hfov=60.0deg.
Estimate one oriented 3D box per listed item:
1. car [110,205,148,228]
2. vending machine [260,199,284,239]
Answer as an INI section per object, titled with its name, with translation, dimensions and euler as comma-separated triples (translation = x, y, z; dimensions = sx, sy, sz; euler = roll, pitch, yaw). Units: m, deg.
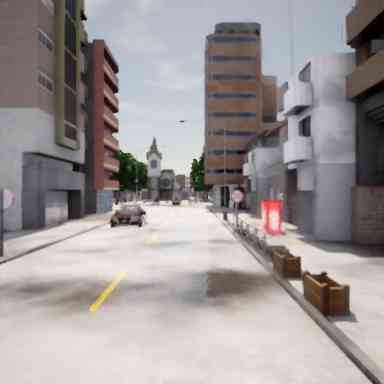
[car]
translation = -4.108, 1.567, 22.169
dimensions = 1.994, 1.385, 4.181
euler = 0, 0, 0
[vending machine]
translation = 4.296, 1.418, 17.918
dimensions = 1.100, 2.100, 0.880
euler = 0, 0, 0
